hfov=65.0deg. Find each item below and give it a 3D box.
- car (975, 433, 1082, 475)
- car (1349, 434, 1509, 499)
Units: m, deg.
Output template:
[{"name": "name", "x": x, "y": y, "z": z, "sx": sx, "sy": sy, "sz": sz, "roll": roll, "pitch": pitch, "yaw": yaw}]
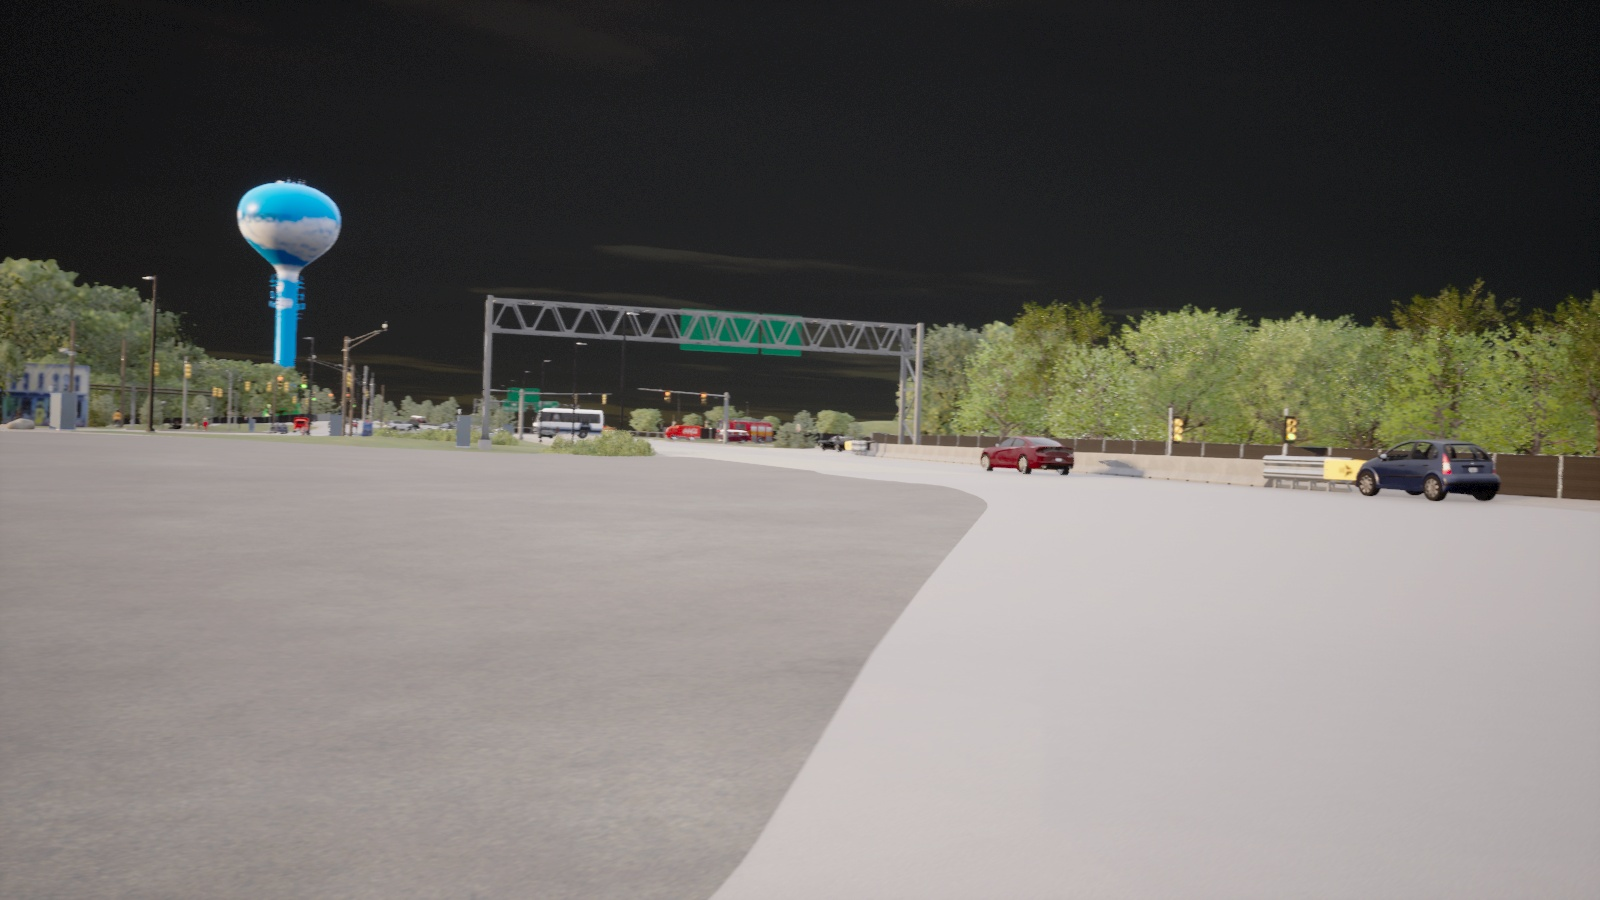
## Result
[{"name": "car", "x": 8.983, "y": 0.130, "z": 49.866, "sx": 1.882, "sy": 1.535, "sz": 5.008, "roll": 2, "pitch": 0, "yaw": -20}, {"name": "car", "x": 17.022, "y": 0.401, "z": 34.204, "sx": 1.851, "sy": 1.617, "sz": 3.988, "roll": -1, "pitch": 1, "yaw": -11}]
